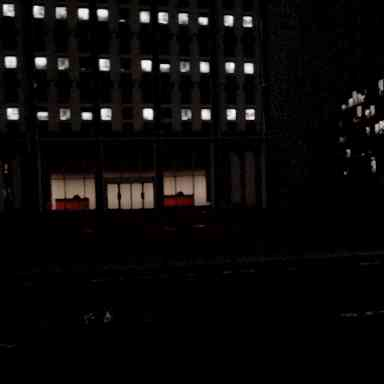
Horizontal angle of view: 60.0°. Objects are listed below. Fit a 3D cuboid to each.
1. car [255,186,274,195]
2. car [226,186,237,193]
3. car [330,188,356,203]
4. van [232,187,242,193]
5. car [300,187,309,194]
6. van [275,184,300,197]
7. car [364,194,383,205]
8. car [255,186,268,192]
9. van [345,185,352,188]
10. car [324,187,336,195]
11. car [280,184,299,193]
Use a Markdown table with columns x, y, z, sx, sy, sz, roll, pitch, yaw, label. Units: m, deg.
| x | y | z | sx | sy | sz | roll | pitch | yaw | label |
| --- | --- | --- | --- | --- | --- | --- | --- | --- | --- |
| 13.941 | -0.106 | 66.209 | 2.008 | 1.369 | 4.403 | -1 | 1 | -9 | car |
| 10.451 | -0.701 | 88.667 | 1.967 | 1.590 | 4.097 | -1 | 1 | -9 | car |
| 18.248 | 0.509 | 38.127 | 1.947 | 1.339 | 4.313 | -1 | 1 | -9 | car |
| 11.321 | -0.678 | 83.050 | 1.690 | 1.788 | 3.998 | -1 | 1 | -9 | van |
| 22.219 | -0.352 | 67.490 | 1.802 | 1.307 | 4.206 | -1 | 1 | -9 | car |
| 15.681 | -0.075 | 54.973 | 1.690 | 1.788 | 3.998 | -1 | 1 | -9 | van |
| 19.063 | 0.645 | 32.504 | 1.802 | 1.307 | 4.206 | -1 | 1 | -9 | car |
| 18.730 | -0.866 | 89.949 | 2.008 | 1.369 | 4.403 | -1 | 1 | -9 | car |
| 24.830 | -0.232 | 50.638 | 1.690 | 1.788 | 3.998 | -1 | 1 | -9 | van |
| 23.963 | -0.111 | 56.259 | 1.802 | 1.307 | 4.206 | -1 | 1 | -9 | car |
| 21.342 | -0.739 | 73.098 | 2.192 | 1.841 | 5.009 | -1 | 1 | -9 | car |
